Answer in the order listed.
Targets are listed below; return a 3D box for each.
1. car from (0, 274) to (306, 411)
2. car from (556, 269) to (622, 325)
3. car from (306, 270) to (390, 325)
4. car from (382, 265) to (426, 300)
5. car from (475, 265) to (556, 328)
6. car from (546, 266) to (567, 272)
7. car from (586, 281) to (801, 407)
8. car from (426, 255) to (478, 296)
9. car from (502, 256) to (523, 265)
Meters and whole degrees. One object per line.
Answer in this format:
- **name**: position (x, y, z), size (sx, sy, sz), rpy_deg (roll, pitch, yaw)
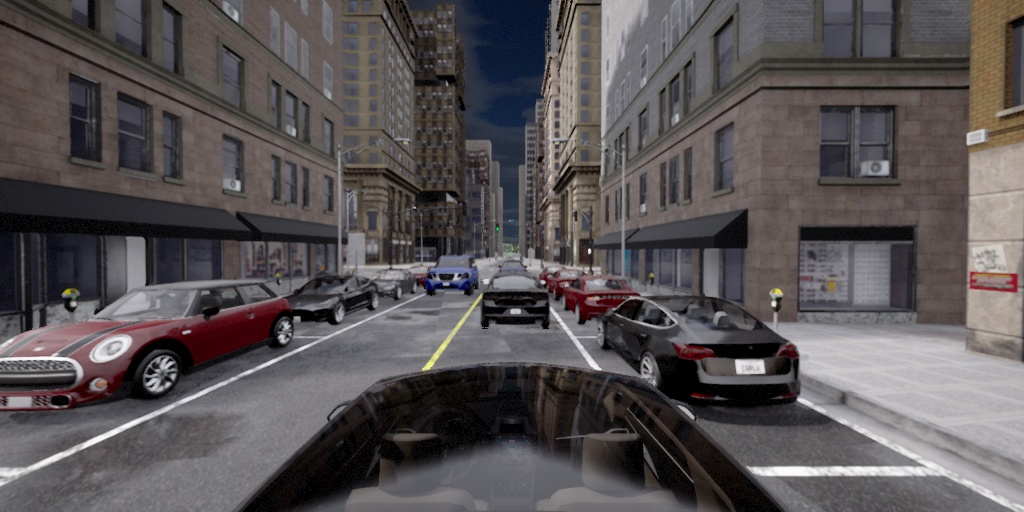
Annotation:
- **car**: position (-5.772, 1.185, 6.198), size (1.967, 1.591, 4.097), rpy_deg (0, 0, 0)
- **car**: position (2.744, 1.285, 11.717), size (1.888, 1.381, 4.507), rpy_deg (0, 0, 0)
- **car**: position (-5.781, 1.305, 11.703), size (1.948, 1.339, 4.313), rpy_deg (0, 0, 0)
- **car**: position (-5.791, 1.284, 17.208), size (2.007, 1.370, 4.403), rpy_deg (0, 0, 0)
- **car**: position (0.085, 1.217, 11.398), size (1.882, 1.535, 5.008), rpy_deg (0, 0, 0)
- **car**: position (2.735, 1.279, 17.223), size (1.888, 1.381, 4.507), rpy_deg (0, 0, 0)
- **car**: position (2.754, 1.311, 6.213), size (1.948, 1.339, 4.313), rpy_deg (0, 0, 0)
- **car**: position (-3.040, 0.958, 19.350), size (2.150, 2.045, 5.566), rpy_deg (0, 0, 0)
- **car**: position (0.058, 1.078, 26.001), size (2.097, 1.767, 4.553), rpy_deg (0, 0, 0)
